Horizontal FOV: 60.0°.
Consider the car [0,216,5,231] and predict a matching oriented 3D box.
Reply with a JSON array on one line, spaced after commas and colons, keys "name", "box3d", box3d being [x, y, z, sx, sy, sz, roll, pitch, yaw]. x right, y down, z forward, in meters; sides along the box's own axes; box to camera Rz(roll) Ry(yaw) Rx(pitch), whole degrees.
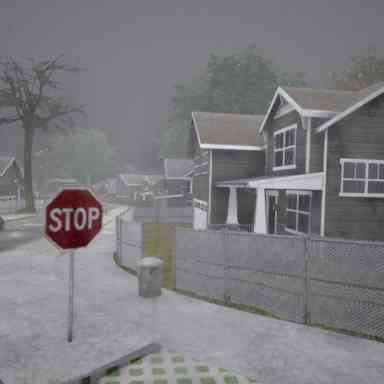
[{"name": "car", "box3d": [-12.910, 1.809, 19.907, 1.994, 1.385, 4.181, 1, -1, -8]}]
